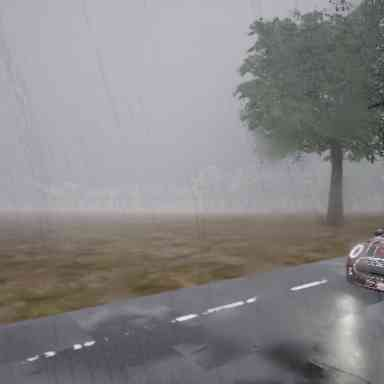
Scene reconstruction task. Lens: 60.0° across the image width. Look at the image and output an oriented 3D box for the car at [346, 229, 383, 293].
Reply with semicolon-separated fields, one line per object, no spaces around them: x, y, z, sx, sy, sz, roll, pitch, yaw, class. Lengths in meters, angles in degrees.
5.785;1.365;8.118;4.553;1.767;2.097;0;0;-35;car
